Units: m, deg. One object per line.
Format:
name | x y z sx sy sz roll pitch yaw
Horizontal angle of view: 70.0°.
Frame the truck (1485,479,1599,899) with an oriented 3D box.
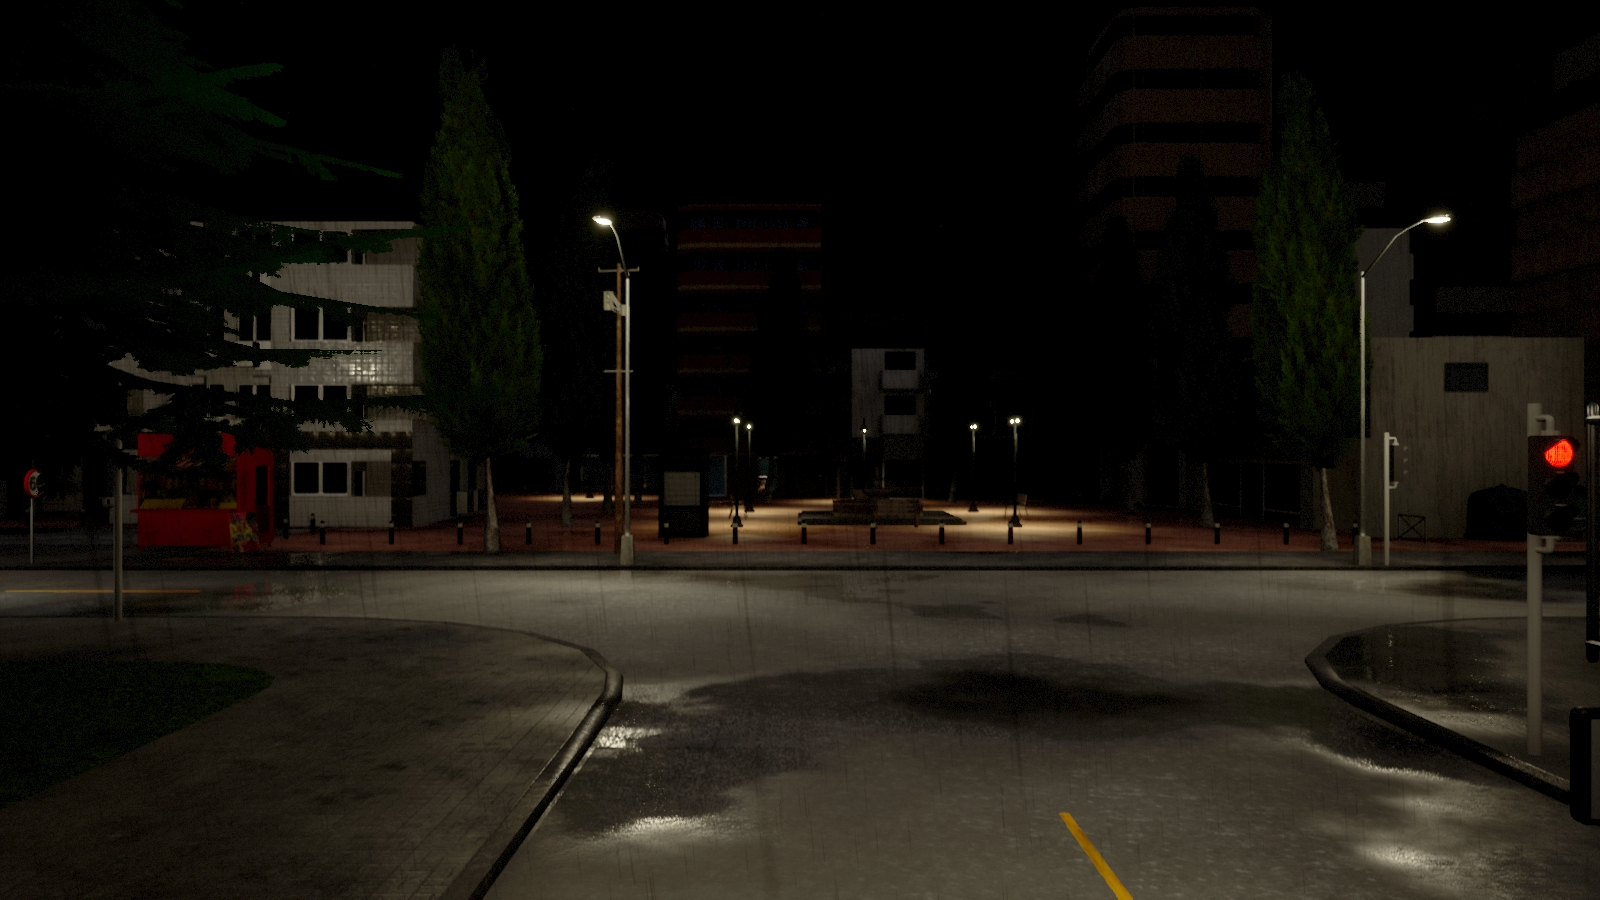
truck | 4.017 1.349 1.921 2.627 2.467 5.204 0 0 0
